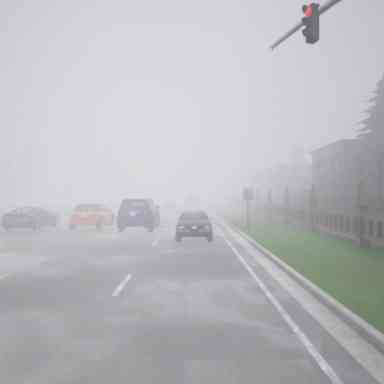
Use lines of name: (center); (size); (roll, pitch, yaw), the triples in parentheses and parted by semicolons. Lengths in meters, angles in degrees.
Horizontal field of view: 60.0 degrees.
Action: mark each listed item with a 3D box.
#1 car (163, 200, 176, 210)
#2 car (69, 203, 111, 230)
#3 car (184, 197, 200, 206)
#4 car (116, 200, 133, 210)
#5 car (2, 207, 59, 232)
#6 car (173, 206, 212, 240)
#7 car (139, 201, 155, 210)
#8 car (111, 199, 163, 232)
car: (-3.501, 2.010, 51.704); (1.882, 1.535, 5.008); (0, 0, 0)
car: (-6.899, 1.593, 23.369); (2.097, 1.767, 4.553); (0, -1, 0)
car: (-0.001, 1.754, 51.679); (2.150, 2.045, 5.566); (0, -1, 0)
car: (-10.501, 2.062, 52.105); (1.812, 1.442, 4.674); (0, 0, 0)
car: (-10.400, 1.718, 21.863); (2.128, 1.511, 4.902); (0, -1, 0)
car: (0.100, 1.734, 18.006); (2.033, 1.411, 5.357); (0, -1, 0)
car: (-6.998, 2.142, 52.479); (1.895, 1.301, 4.718); (0, -1, 0)
car: (-3.398, 1.447, 21.828); (2.150, 2.045, 5.566); (0, -1, 0)
